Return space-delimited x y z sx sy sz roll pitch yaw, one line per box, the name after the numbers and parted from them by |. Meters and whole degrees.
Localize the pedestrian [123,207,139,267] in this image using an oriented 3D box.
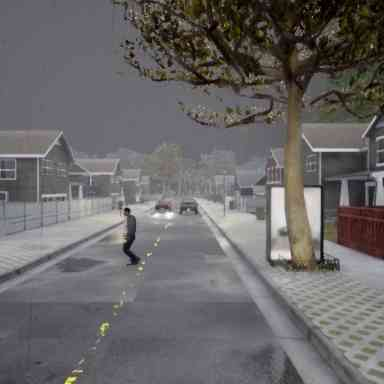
-1.846 1.294 9.944 0.375 1.860 0.375 0 0 -9 | pedestrian

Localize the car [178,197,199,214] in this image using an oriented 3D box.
-0.366 1.510 35.097 1.837 1.490 4.892 0 -2 -1 | car

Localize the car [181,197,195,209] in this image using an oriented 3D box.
-0.519 1.528 46.112 1.837 1.490 4.892 0 0 -1 | car

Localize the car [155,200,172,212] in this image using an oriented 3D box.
-3.374 1.616 39.795 1.895 1.301 4.718 0 0 -1 | car

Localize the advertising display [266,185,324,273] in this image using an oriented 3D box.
2.895 1.024 9.388 1.540 2.440 0.280 0 0 -1 | advertising display
